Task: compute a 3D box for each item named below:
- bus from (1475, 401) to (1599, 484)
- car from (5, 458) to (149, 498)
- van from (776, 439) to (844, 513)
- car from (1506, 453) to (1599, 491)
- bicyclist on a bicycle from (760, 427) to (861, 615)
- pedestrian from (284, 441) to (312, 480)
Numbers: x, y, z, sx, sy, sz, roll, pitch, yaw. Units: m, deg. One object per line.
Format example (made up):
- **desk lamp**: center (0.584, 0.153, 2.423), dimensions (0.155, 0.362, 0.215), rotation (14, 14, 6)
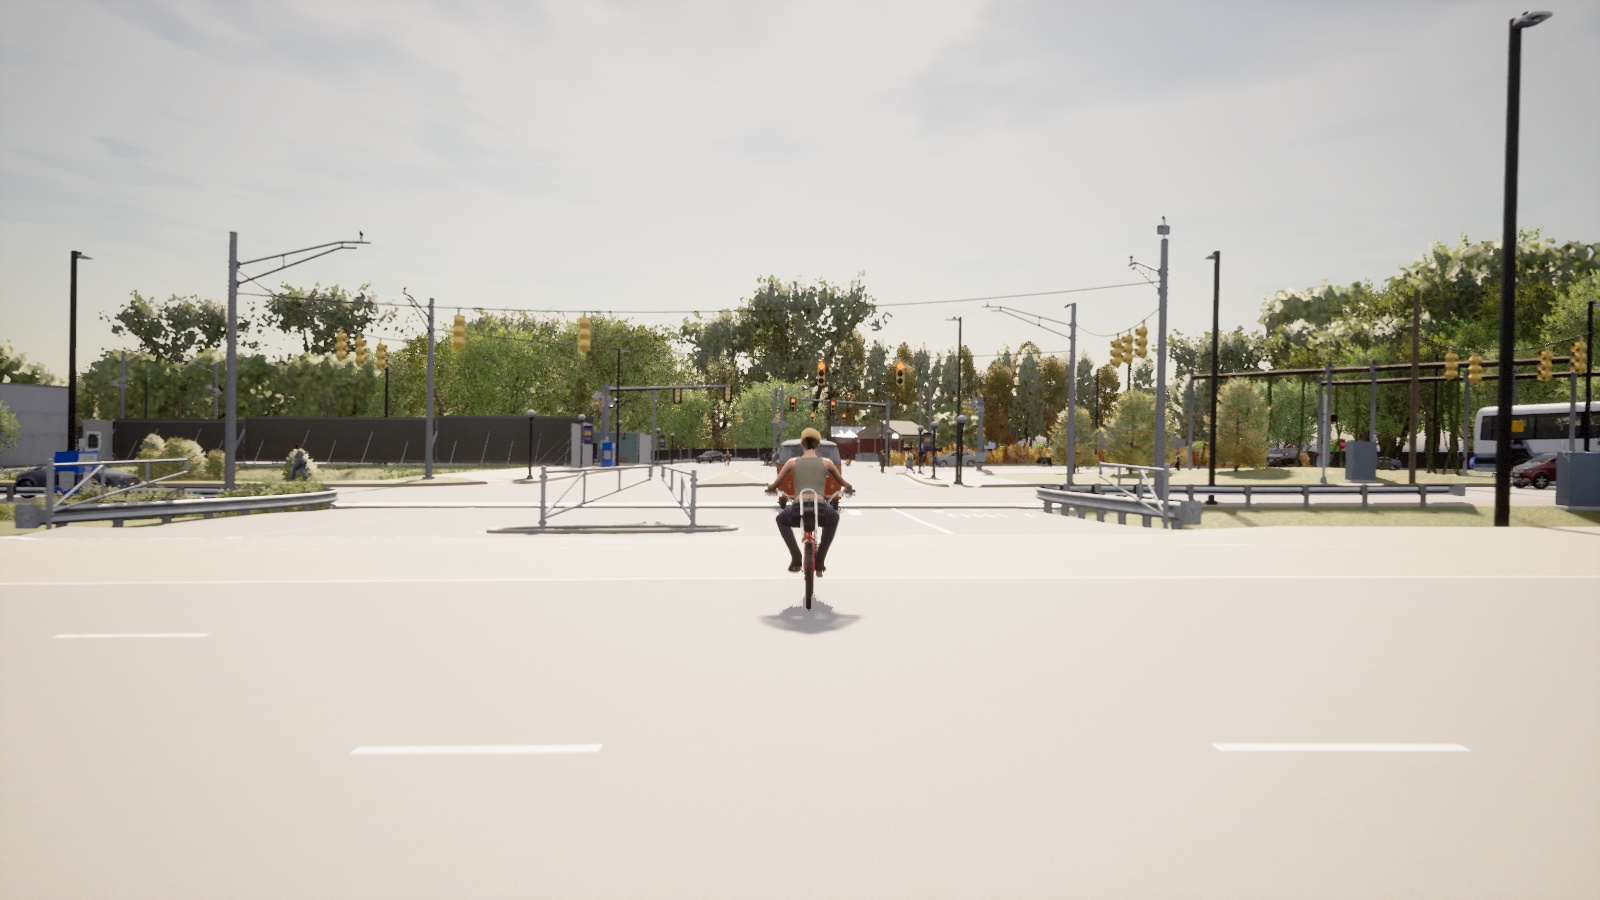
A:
- **bus**: center (41.847, -0.349, 66.651), dimensions (3.944, 4.253, 10.273), rotation (1, -1, -25)
- **car**: center (-26.813, 1.036, 46.672), dimensions (4.181, 1.385, 1.994), rotation (0, 1, 0)
- **van**: center (0.232, 0.679, 36.238), dimensions (1.775, 1.987, 4.442), rotation (0, 1, -2)
- **car**: center (32.328, 0.917, 53.342), dimensions (3.705, 1.549, 1.789), rotation (0, 1, -1)
- **bicyclist on a bicycle**: center (0.108, 0.601, 11.518), dimensions (0.866, 1.612, 1.509), rotation (0, 1, 1)
- **pedestrian**: center (-23.853, 0.490, 59.666), dimensions (0.900, 1.855, 0.874), rotation (1, 1, 2)
